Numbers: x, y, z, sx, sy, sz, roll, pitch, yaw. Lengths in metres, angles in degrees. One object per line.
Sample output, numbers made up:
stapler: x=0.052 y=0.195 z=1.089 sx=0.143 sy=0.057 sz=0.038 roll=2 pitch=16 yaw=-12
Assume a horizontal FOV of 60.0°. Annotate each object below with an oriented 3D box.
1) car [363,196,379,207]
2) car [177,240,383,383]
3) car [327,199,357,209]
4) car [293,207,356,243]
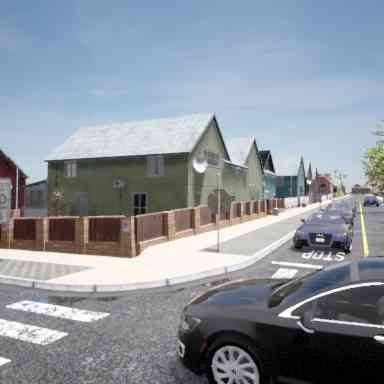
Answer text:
car: x=28.094 y=1.361 z=52.206 sx=2.097 sy=1.767 sz=4.553 roll=0 pitch=0 yaw=27
car: x=2.171 y=1.510 z=3.687 sx=4.892 sy=1.490 sz=1.837 roll=0 pitch=0 yaw=26
car: x=9.711 y=1.498 z=22.079 sx=2.128 sy=1.511 sz=4.902 roll=0 pitch=0 yaw=27
car: x=5.579 y=1.568 z=13.881 sx=1.994 sy=1.385 sz=4.181 roll=0 pitch=0 yaw=27
